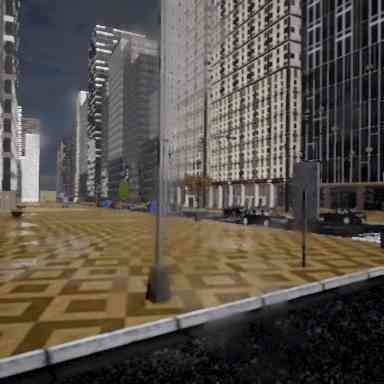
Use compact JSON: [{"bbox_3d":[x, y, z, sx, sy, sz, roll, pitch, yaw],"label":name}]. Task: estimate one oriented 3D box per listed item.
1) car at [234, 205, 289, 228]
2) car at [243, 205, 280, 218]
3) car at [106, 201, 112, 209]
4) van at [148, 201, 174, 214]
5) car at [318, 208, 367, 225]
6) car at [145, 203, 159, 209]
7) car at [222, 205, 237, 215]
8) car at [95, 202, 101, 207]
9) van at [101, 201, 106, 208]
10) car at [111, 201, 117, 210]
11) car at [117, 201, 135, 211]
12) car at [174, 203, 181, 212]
[{"bbox_3d":[5.510,1.961,25.559,2.008,1.369,4.403,0,-1,-26],"label":"car"},{"bbox_3d":[8.134,2.293,39.337,1.947,1.339,4.313,0,-1,-26],"label":"car"},{"bbox_3d":[-16.602,2.938,71.092,1.887,1.381,4.507,0,-1,-26],"label":"car"},{"bbox_3d":[-4.321,2.179,45.801,1.690,1.788,3.998,0,-1,-26],"label":"van"},{"bbox_3d":[13.048,2.065,29.219,2.008,1.369,4.403,0,-1,-26],"label":"car"},{"bbox_3d":[-9.063,3.080,74.751,1.802,1.307,4.206,0,-1,-26],"label":"car"},{"bbox_3d":[5.677,2.400,44.396,1.947,1.339,4.313,0,-1,-26],"label":"car"},{"bbox_3d":[-23.972,3.280,86.268,1.887,1.381,4.507,0,-1,-26],"label":"car"},{"bbox_3d":[-19.061,2.848,76.154,1.690,1.788,3.998,0,-1,-26],"label":"van"},{"bbox_3d":[-14.072,2.803,65.881,1.752,1.417,4.829,0,-1,-26],"label":"car"},{"bbox_3d":[-11.688,2.719,60.974,2.008,1.369,4.403,0,-1,-26],"label":"car"},{"bbox_3d":[-3.189,2.619,56.754,1.812,1.442,4.674,1,-1,-26],"label":"car"}]
